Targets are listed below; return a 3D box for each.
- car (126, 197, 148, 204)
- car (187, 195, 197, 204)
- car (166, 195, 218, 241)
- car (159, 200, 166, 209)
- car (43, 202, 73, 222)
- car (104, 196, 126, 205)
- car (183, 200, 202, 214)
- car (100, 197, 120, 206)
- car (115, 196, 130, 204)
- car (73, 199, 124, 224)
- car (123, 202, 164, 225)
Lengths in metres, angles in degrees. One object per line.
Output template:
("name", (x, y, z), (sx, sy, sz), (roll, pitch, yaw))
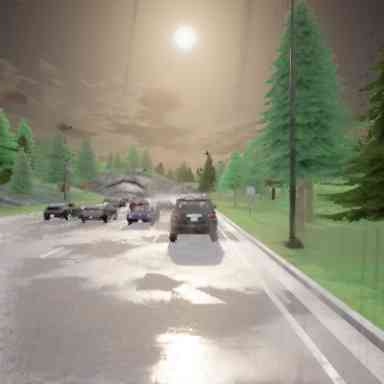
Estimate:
("car", (-6.922, 1.430, 43.810), (2.097, 1.767, 4.553), (0, 0, 0))
("car", (-0.036, 1.478, 69.634), (2.097, 1.767, 4.553), (0, 0, 0))
("car", (0.091, 1.252, 16.914), (2.150, 2.045, 5.566), (0, 0, 0))
("car", (-3.424, 1.675, 42.339), (1.895, 1.301, 4.718), (0, 0, 0))
("car", (-10.415, 1.550, 27.213), (1.837, 1.490, 4.892), (0, -1, 0))
("car", (-10.424, 1.573, 46.564), (2.128, 1.511, 4.902), (0, 0, 0))
("car", (0.078, 1.614, 37.703), (2.033, 1.411, 5.357), (0, 0, 0))
("car", (-14.030, 1.592, 57.157), (2.128, 1.511, 4.902), (0, 0, 0))
("car", (-14.035, 1.552, 67.575), (2.128, 1.511, 4.902), (0, 0, 0))
("car", (-6.912, 1.534, 25.197), (2.128, 1.511, 4.902), (0, 0, 0))
("car", (-3.413, 1.643, 24.148), (1.895, 1.301, 4.718), (0, 0, 0))
